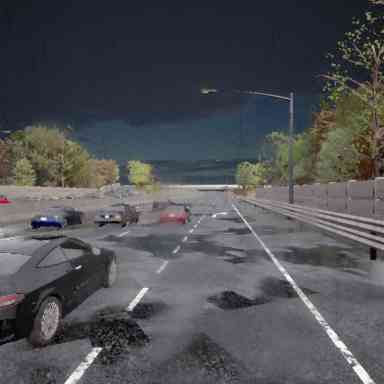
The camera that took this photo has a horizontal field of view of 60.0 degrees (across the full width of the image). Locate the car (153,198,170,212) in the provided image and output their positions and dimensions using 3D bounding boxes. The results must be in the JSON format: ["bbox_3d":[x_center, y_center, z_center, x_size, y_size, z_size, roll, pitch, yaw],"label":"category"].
[{"bbox_3d":[-3.324,1.482,39.427,1.882,1.535,5.008,0,0,5],"label":"car"}]

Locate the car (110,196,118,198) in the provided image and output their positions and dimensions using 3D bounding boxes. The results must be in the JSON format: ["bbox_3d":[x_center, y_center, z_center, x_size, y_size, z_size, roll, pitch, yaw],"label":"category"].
[{"bbox_3d":[-17.720,1.655,74.953,1.895,1.301,4.718,0,0,5],"label":"car"}]

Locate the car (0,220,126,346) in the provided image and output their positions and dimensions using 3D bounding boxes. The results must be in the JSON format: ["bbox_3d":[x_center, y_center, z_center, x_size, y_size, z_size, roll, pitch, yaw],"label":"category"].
[{"bbox_3d":[-2.868,1.525,6.273,1.812,1.442,4.674,0,0,5],"label":"car"}]

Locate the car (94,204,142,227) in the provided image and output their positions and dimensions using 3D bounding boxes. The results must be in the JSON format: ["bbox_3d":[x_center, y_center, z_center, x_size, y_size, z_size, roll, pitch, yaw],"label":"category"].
[{"bbox_3d":[-4.883,1.547,22.540,2.033,1.411,5.357,0,0,5],"label":"car"}]

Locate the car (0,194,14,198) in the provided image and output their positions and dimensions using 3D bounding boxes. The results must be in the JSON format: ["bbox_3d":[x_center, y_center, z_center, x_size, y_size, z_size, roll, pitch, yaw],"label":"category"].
[{"bbox_3d":[-21.539,1.224,34.663,2.150,2.045,5.566,0,0,5],"label":"car"}]

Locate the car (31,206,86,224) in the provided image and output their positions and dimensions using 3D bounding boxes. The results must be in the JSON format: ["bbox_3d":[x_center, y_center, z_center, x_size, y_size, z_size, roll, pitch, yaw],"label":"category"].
[{"bbox_3d":[-8.494,1.563,21.492,1.994,1.385,4.181,0,0,5],"label":"car"}]

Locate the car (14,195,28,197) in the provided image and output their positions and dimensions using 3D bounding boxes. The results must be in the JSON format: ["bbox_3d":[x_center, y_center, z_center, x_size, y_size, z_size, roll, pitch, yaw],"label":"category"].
[{"bbox_3d":[-24.032,1.360,45.703,2.097,1.767,4.553,0,0,6],"label":"car"}]

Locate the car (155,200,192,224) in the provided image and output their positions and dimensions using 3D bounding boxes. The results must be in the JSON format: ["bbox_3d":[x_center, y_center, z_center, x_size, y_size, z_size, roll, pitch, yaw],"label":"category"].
[{"bbox_3d":[-1.171,1.565,24.663,1.994,1.385,4.181,0,0,5],"label":"car"}]

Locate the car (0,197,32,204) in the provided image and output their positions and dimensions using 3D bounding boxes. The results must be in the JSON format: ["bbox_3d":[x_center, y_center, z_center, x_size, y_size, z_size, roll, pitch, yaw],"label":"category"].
[{"bbox_3d":[-18.034,1.566,34.567,1.994,1.385,4.181,0,0,5],"label":"car"}]

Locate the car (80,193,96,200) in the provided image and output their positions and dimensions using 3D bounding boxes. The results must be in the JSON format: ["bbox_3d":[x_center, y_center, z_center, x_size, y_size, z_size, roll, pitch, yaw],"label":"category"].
[{"bbox_3d":[-24.422,1.264,78.502,2.150,2.045,5.566,0,0,5],"label":"car"}]
